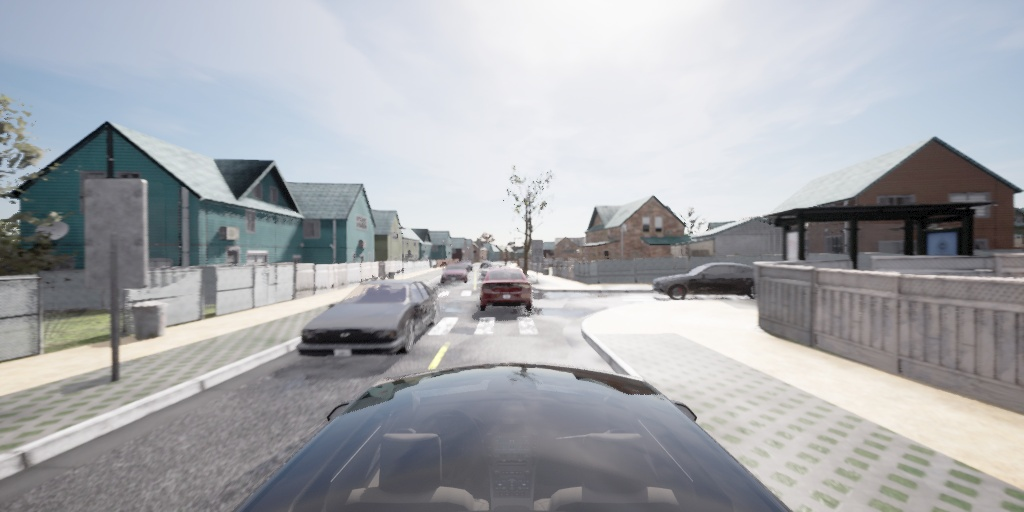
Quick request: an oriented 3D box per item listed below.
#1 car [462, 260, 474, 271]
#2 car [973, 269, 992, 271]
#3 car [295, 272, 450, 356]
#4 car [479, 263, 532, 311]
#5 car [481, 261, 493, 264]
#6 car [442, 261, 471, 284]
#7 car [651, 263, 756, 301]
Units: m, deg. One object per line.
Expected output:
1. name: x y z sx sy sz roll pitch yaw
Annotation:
1. car: -6.375 1.343 49.829 2.128 1.511 4.902 0 0 -4
2. car: 17.836 0.767 12.299 4.674 1.442 1.812 -2 0 15
3. car: -3.032 1.303 8.918 2.033 1.411 5.357 0 0 -2
4. car: -0.314 1.228 14.599 1.882 1.535 5.008 0 0 -3
5. car: -1.799 1.377 32.301 1.895 1.301 4.718 0 0 -6
6. car: -4.230 1.298 27.006 1.812 1.442 4.674 0 0 -6
7. car: 8.185 1.009 14.651 4.674 1.442 1.812 -1 0 11
